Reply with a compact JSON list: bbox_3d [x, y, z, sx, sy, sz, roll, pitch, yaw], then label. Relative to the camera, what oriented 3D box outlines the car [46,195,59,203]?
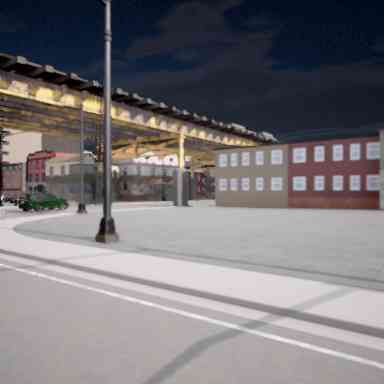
[{"bbox_3d":[-23.587,1.221,56.225,1.853,1.218,4.536,0,0,-23],"label":"car"}]

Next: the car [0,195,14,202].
[{"bbox_3d":[-40.450,1.348,69.990,4.974,1.542,2.038,0,0,2],"label":"car"}]

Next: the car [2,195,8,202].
[{"bbox_3d":[-40.398,1.190,69.988,4.536,1.218,1.853,0,0,2],"label":"car"}]

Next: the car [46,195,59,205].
[{"bbox_3d":[-23.566,1.379,56.178,2.038,1.542,4.974,0,0,-23],"label":"car"}]

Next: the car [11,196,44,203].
[{"bbox_3d":[-27.146,1.218,54.969,4.536,1.218,1.853,0,0,7],"label":"car"}]

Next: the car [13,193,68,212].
[{"bbox_3d":[-16.746,1.172,37.745,2.150,2.045,5.566,0,0,26],"label":"car"}]

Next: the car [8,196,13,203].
[{"bbox_3d":[-27.095,1.376,54.964,4.974,1.542,2.038,0,0,7],"label":"car"}]
